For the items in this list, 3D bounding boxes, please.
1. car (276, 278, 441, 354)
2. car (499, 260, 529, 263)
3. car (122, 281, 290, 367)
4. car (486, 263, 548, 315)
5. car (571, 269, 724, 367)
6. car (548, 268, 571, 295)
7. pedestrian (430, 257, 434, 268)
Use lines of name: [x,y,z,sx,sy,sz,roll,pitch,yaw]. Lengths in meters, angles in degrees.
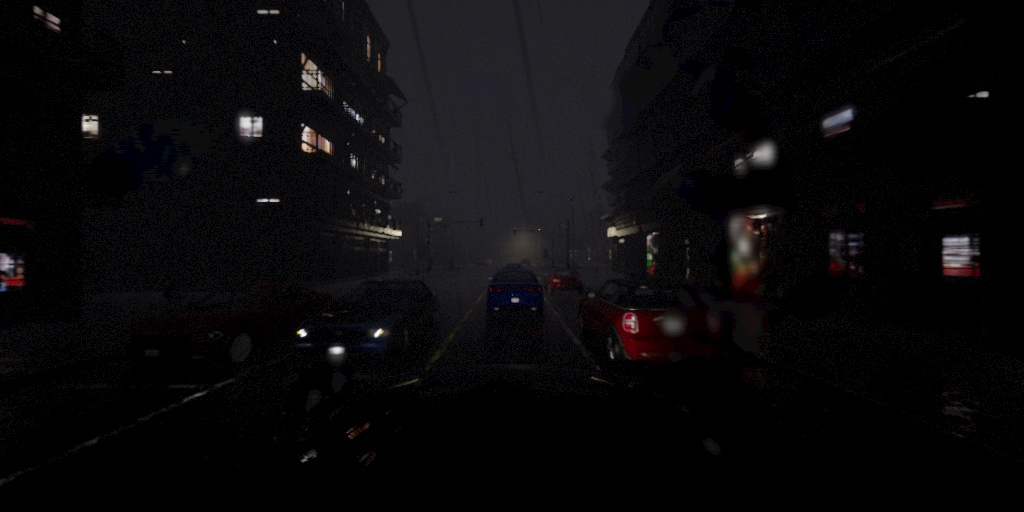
car: [-3.100,1.287,9.000,2.033,1.411,5.357,0,0,0]
car: [0.103,1.286,30.075,1.994,1.385,4.181,0,0,0]
car: [-5.689,1.286,7.911,1.888,1.381,4.507,0,0,0]
car: [0.101,1.212,13.586,1.882,1.535,5.008,0,0,0]
car: [2.691,1.181,7.910,1.967,1.591,4.097,0,0,0]
car: [2.692,1.311,19.240,1.802,1.307,4.207,0,0,0]
pedestrian: [-12.507,0.996,55.729,0.375,1.860,0.375,0,1,0]
